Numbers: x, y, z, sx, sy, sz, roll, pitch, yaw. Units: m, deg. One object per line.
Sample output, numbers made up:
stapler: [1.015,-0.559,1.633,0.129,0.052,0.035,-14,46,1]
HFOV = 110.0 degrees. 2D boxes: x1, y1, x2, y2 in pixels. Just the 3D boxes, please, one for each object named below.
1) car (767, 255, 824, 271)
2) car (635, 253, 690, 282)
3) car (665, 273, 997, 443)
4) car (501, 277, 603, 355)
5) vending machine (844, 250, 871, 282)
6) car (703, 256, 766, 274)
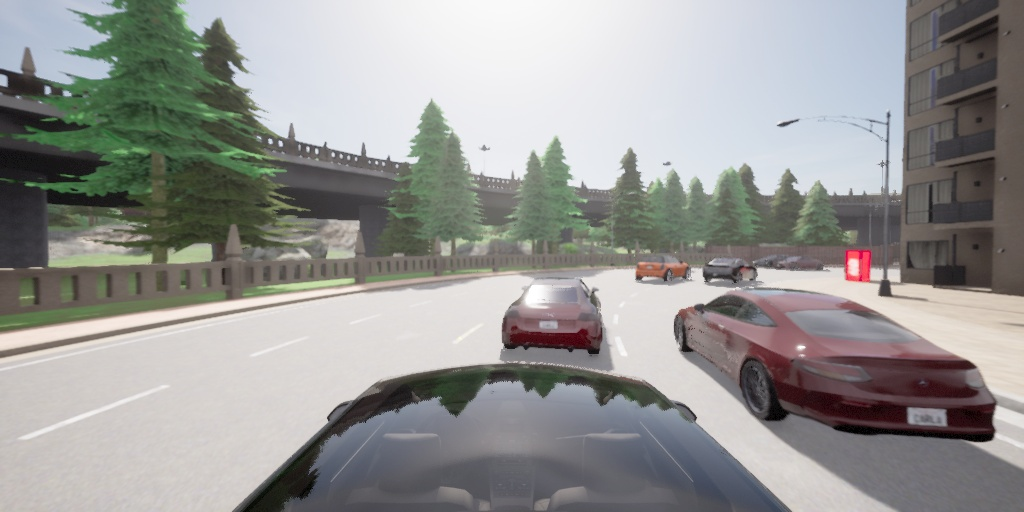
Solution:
car: [27.971,0.724,35.143,4.181,1.385,1.994,0,1,-4]
car: [10.130,0.700,23.908,4.553,1.767,2.097,-1,2,-44]
car: [3.990,1.211,5.452,1.812,1.442,4.674,0,1,8]
car: [1.091,1.189,8.505,1.994,1.385,4.181,0,1,12]
vending machine: [20.621,0.603,21.418,0.880,2.100,1.100,0,0,-25]
car: [13.687,0.872,22.438,4.902,1.511,2.128,-1,1,-40]
